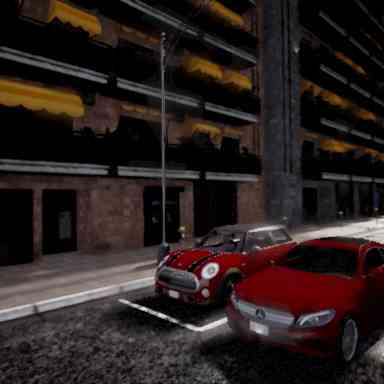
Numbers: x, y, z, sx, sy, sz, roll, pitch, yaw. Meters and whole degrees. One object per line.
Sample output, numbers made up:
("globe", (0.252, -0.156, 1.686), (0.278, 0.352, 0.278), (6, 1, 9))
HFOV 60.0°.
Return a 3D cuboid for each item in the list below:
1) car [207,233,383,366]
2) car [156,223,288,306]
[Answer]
("car", (2.617, 1.601, 6.123), (4.674, 1.442, 1.812), (0, -1, -43))
("car", (1.053, 1.573, 8.218), (4.097, 1.590, 1.967), (0, -1, -44))
